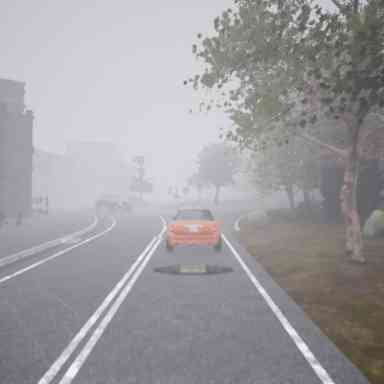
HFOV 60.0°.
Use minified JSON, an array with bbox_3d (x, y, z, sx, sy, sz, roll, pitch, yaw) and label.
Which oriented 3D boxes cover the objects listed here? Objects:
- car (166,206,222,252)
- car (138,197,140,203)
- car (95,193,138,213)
[{"bbox_3d":[0.095,1.379,14.251,2.097,1.767,4.553,0,0,1],"label":"car"},{"bbox_3d":[-11.093,1.132,56.273,2.097,1.767,4.553,-2,-1,42],"label":"car"},{"bbox_3d":[-8.482,1.110,35.643,2.150,2.045,5.566,3,-1,-39],"label":"car"}]
